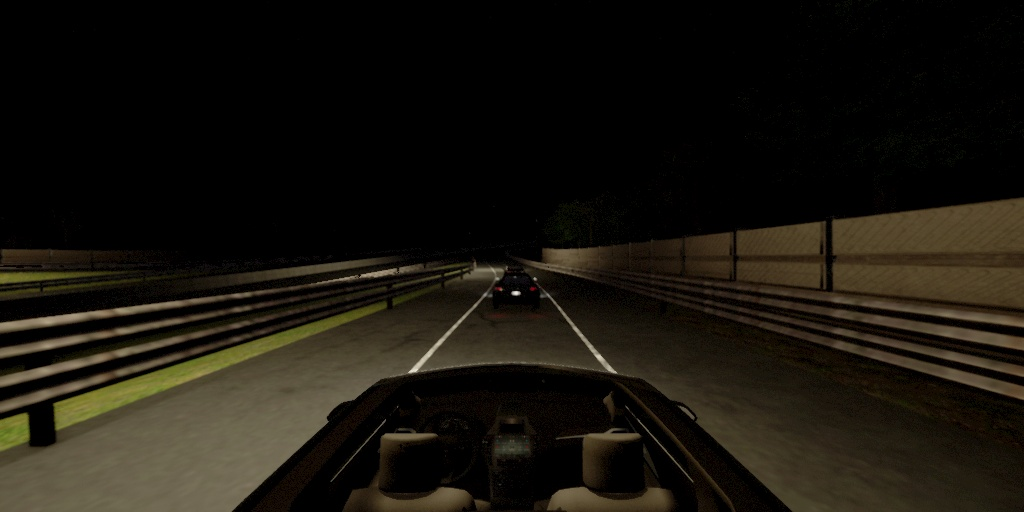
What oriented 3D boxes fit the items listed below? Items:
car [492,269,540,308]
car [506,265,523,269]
[{"bbox_3d":[0.200,1.444,16.040,1.994,1.385,4.181,0,0,1],"label":"car"},{"bbox_3d":[0.190,1.503,31.119,2.128,1.511,4.902,0,0,-1],"label":"car"}]
